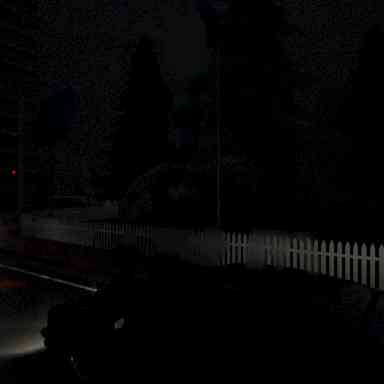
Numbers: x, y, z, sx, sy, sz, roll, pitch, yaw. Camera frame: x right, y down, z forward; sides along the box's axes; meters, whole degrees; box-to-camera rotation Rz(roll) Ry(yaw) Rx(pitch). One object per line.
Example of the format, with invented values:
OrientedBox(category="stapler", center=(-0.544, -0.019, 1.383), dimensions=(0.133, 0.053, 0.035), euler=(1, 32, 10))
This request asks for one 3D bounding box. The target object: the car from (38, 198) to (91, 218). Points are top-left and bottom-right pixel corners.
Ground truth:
OrientedBox(category="car", center=(-10.765, 1.296, 28.433), dimensions=(2.097, 1.767, 4.553), euler=(0, 0, 25))

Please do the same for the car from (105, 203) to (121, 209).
OrientedBox(category="car", center=(-10.279, 1.470, 44.771), dimensions=(1.812, 1.442, 4.674), euler=(0, 0, 4))

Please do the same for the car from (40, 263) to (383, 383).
OrientedBox(category="car", center=(0.622, 1.547, 3.550), dimensions=(5.357, 1.411, 2.033), euler=(0, 0, 36))
